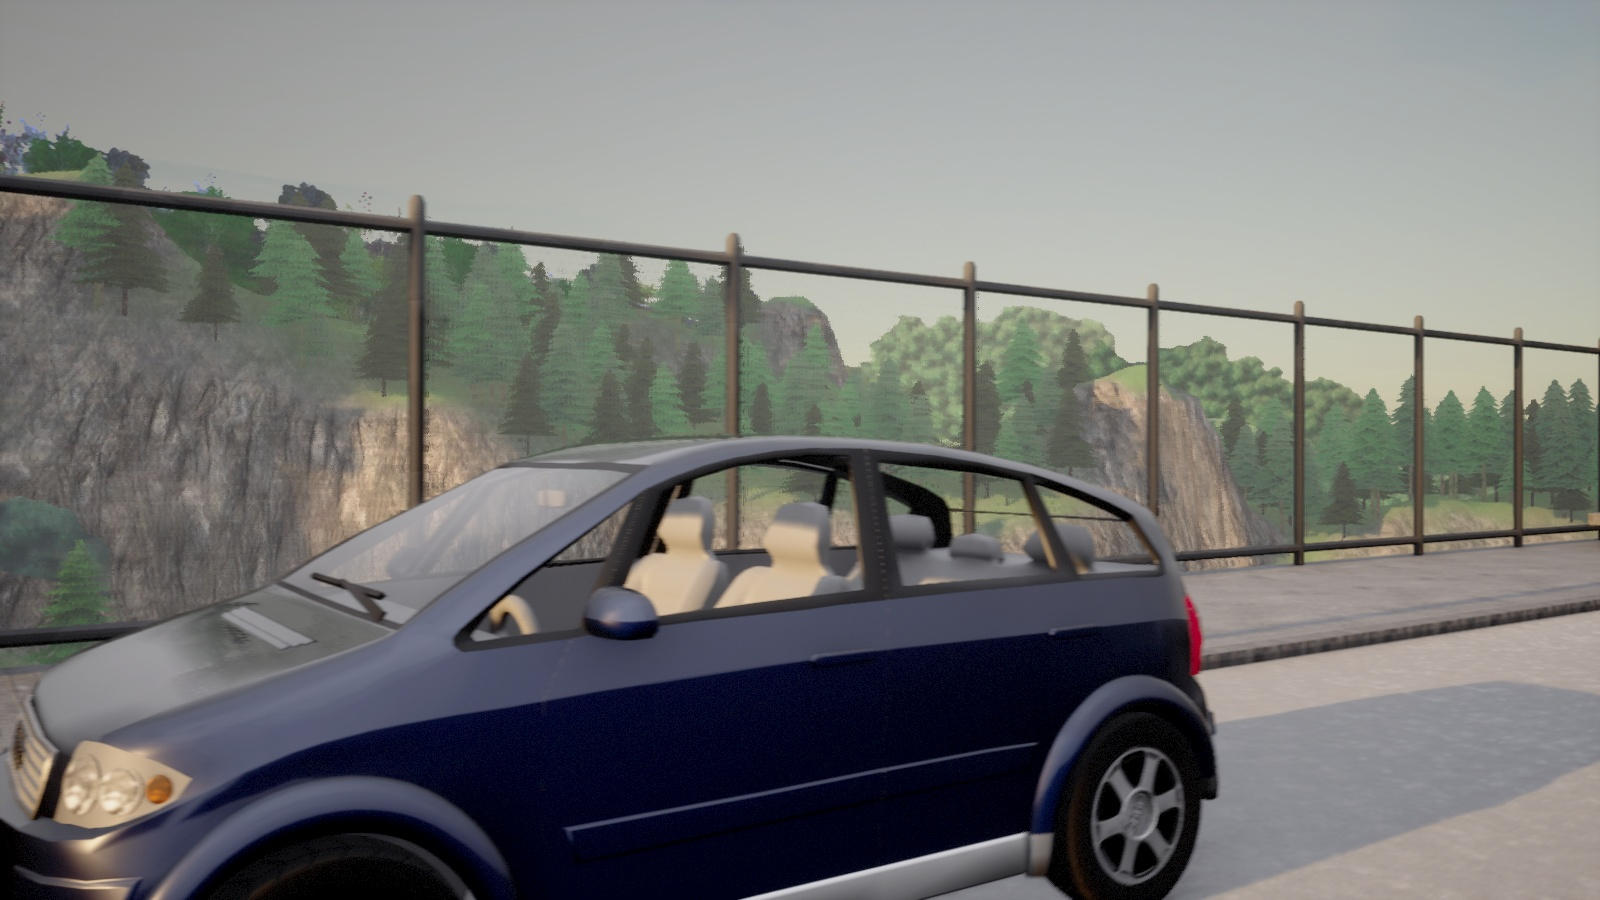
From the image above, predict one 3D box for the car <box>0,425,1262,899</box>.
[{"bbox_3d":[-0.461,0.734,3.947,3.705,1.549,1.789,0,0,-35],"label":"car"}]
